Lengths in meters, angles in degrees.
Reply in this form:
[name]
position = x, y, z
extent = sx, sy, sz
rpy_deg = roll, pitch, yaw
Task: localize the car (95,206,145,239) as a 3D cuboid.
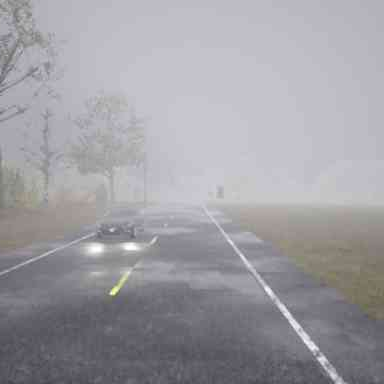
[car]
position = -3.606, 1.500, 17.352
extent = 1.837, 1.490, 4.892
rpy_deg = 0, -1, 0
